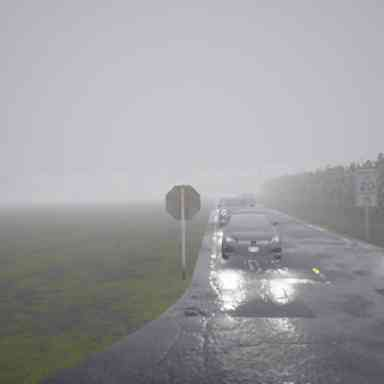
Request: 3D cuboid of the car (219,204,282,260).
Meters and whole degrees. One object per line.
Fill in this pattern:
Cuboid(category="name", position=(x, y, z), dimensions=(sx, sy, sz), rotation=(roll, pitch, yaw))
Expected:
Cuboid(category="car", position=(2.024, 1.385, 11.963), dimensions=(1.812, 1.442, 4.674), rotation=(-1, 0, 6))

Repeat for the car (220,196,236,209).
Cuboid(category="car", position=(4.319, 1.208, 40.449), dimensions=(1.895, 1.301, 4.718), rotation=(-1, 0, 5))

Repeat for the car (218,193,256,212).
Cuboid(category="car", position=(2.743, 1.132, 20.766), dimensions=(2.097, 1.767, 4.553), rotation=(-1, 0, 4))

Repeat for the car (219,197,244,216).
Cuboid(category="car", position=(3.498, 1.243, 30.323), dimensions=(2.033, 1.411, 5.357), rotation=(-1, 0, 5))

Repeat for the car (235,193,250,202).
Cuboid(category="car", position=(8.504, 0.905, 56.739), dimensions=(2.128, 1.511, 4.902), rotation=(-1, 0, 5))
